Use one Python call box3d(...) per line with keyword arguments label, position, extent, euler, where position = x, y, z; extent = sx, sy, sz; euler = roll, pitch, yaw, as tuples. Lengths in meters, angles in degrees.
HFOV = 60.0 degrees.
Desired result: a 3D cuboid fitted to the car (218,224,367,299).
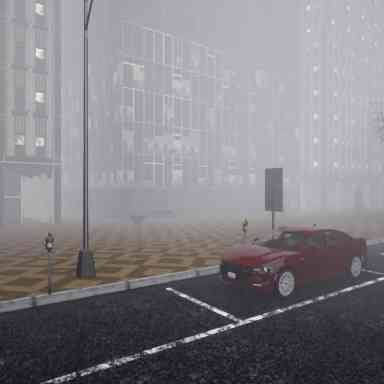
box3d(label="car", position=(2.684, 1.545, 8.476), extent=(4.507, 1.381, 1.887), euler=(0, 0, -36))
